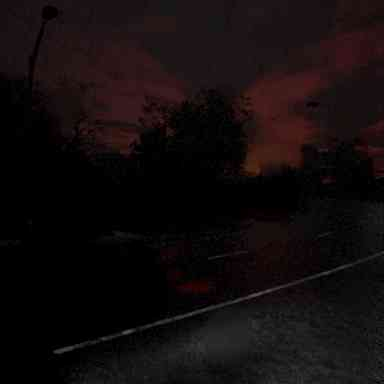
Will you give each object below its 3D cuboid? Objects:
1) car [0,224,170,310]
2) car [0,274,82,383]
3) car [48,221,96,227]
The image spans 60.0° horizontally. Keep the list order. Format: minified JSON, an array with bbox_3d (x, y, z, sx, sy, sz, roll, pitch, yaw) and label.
[{"bbox_3d":[-3.043,1.547,6.206,5.357,1.411,2.033,-1,0,-37],"label":"car"},{"bbox_3d":[-3.029,1.618,1.625,4.718,1.301,1.895,0,0,-36],"label":"car"},{"bbox_3d":[-3.940,1.590,9.984,4.718,1.301,1.895,-1,0,-37],"label":"car"}]
